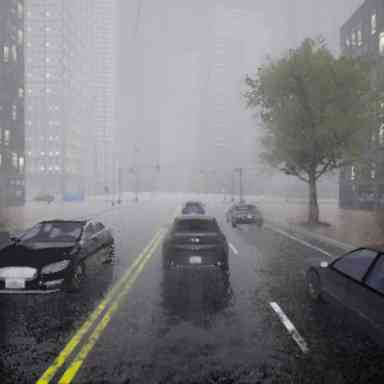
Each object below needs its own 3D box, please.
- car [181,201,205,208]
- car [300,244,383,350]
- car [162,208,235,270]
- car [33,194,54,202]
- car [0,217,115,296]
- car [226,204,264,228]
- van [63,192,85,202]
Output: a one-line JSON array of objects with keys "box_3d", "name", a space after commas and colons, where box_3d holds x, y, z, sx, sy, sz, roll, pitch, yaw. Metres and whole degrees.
[{"box_3d": [0.088, 1.434, 27.159, 1.812, 1.442, 4.674, 0, 0, 0], "name": "car"}, {"box_3d": [3.341, 1.531, 5.049, 2.033, 1.411, 5.357, 0, 0, 0], "name": "car"}, {"box_3d": [0.094, 1.471, 10.825, 1.837, 1.490, 4.892, 0, 0, 0], "name": "car"}, {"box_3d": [-28.212, 1.130, 63.956, 4.507, 1.381, 1.887, 0, 0, 1], "name": "car"}, {"box_3d": [-3.354, 1.465, 8.761, 2.128, 1.511, 4.902, 0, 0, 0], "name": "car"}, {"box_3d": [3.338, 1.476, 21.769, 2.033, 1.411, 5.357, 0, 0, 0], "name": "car"}, {"box_3d": [-22.673, 0.953, 63.910, 3.998, 1.788, 1.690, 0, 0, 1], "name": "van"}]
